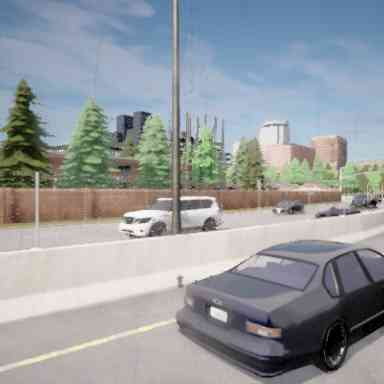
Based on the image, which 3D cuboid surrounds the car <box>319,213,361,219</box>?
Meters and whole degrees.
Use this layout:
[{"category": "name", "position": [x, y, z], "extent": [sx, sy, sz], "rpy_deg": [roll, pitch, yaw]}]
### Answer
[{"category": "car", "position": [10.496, 1.623, 23.716], "extent": [1.895, 1.301, 4.718], "rpy_deg": [0, 0, 41]}]

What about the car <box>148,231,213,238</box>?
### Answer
[{"category": "car", "position": [-0.895, 1.259, 16.927], "extent": [5.566, 2.045, 2.150], "rpy_deg": [0, 0, -42]}]

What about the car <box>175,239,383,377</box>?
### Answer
[{"category": "car", "position": [2.279, 1.555, 5.695], "extent": [5.357, 1.411, 2.033], "rpy_deg": [0, 0, -39]}]
